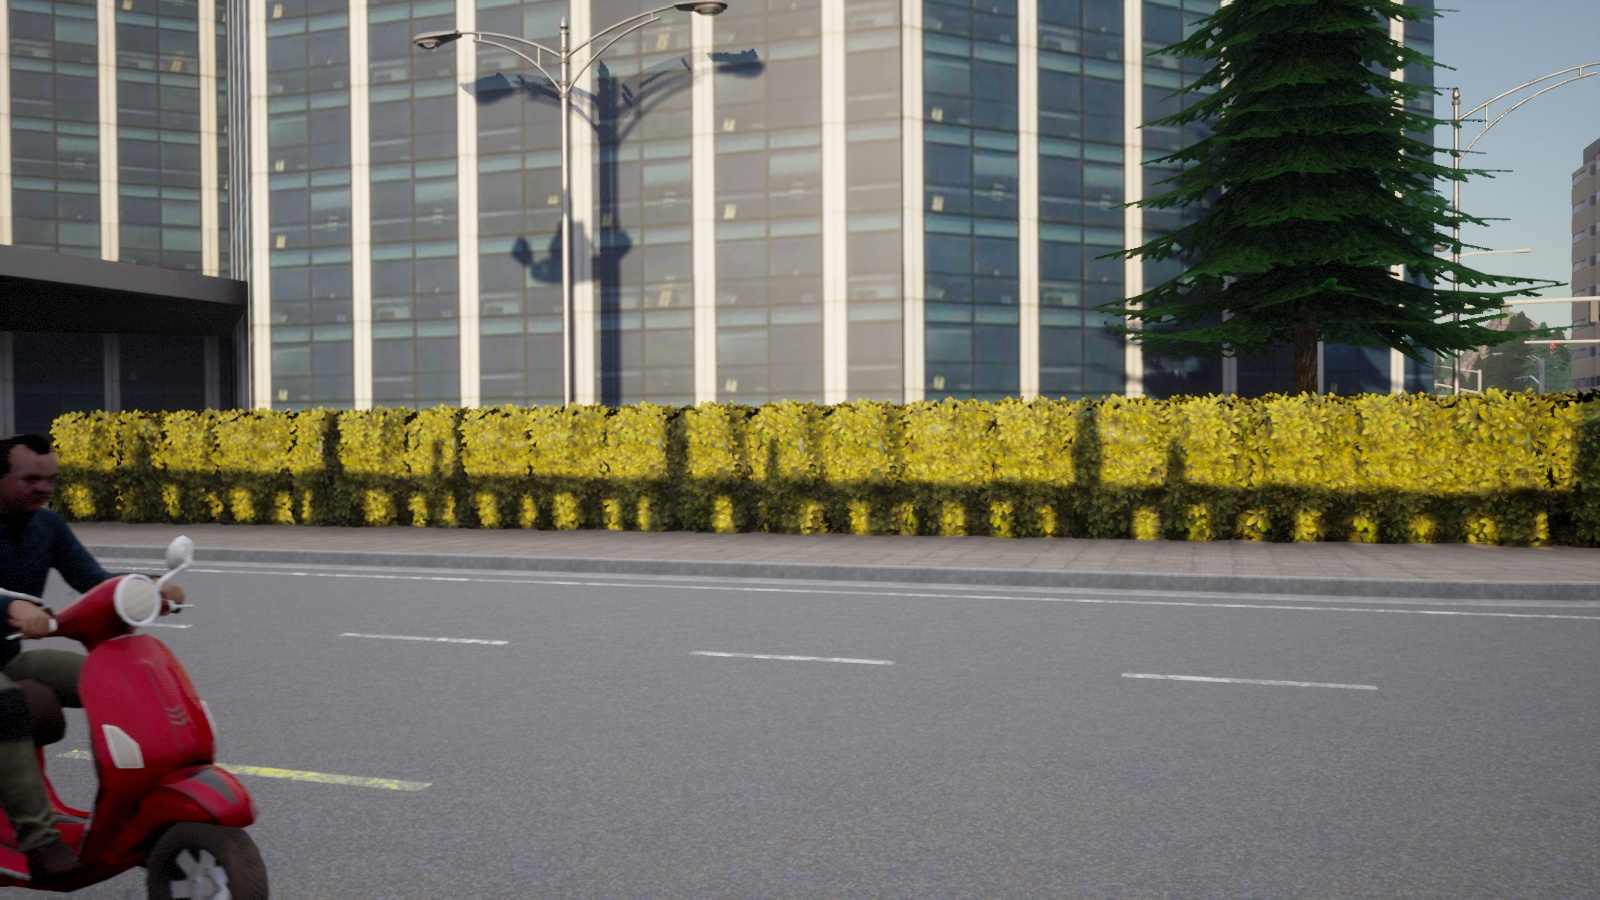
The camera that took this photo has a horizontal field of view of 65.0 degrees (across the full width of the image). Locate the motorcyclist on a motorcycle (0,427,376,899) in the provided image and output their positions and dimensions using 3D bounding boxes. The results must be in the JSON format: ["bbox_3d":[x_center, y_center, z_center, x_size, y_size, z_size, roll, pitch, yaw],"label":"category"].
[{"bbox_3d":[-2.392,0.724,3.987,1.817,1.590,0.866,0,1,18],"label":"motorcyclist on a motorcycle"}]
